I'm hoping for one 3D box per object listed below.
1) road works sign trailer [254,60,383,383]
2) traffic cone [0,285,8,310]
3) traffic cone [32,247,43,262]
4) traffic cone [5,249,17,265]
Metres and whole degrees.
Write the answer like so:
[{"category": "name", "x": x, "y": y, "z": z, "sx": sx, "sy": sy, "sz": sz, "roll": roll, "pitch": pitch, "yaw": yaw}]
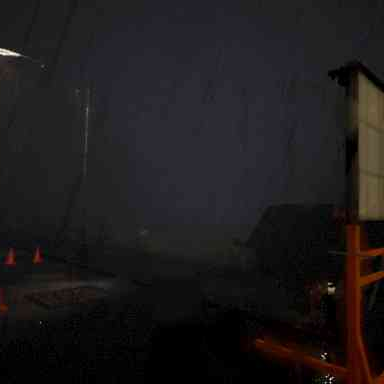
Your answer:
[{"category": "road works sign trailer", "x": 1.911, "y": 0.724, "z": 3.586, "sx": 2.380, "sy": 3.560, "sz": 2.880, "roll": 5, "pitch": -4, "yaw": -44}, {"category": "traffic cone", "x": -4.253, "y": 2.266, "z": 7.292, "sx": 0.340, "sy": 0.580, "sz": 0.340, "roll": 5, "pitch": -4, "yaw": -44}, {"category": "traffic cone", "x": -6.336, "y": 2.562, "z": 13.662, "sx": 0.340, "sy": 0.580, "sz": 0.340, "roll": 5, "pitch": -4, "yaw": -44}, {"category": "traffic cone", "x": -7.047, "y": 2.506, "z": 12.961, "sx": 0.340, "sy": 0.580, "sz": 0.340, "roll": 5, "pitch": -4, "yaw": -44}]
